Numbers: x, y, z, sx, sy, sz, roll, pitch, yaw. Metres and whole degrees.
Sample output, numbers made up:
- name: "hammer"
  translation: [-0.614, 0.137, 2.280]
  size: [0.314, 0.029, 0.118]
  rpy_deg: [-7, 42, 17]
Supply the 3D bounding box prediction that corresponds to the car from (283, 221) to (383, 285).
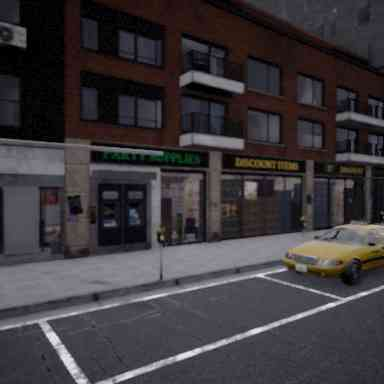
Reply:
- name: "car"
  translation: [4.621, 1.526, 9.482]
  size: [4.829, 1.417, 1.752]
  rpy_deg: [0, 0, -35]
